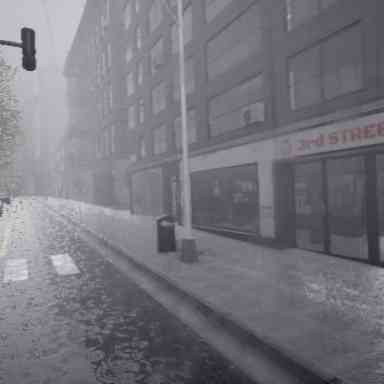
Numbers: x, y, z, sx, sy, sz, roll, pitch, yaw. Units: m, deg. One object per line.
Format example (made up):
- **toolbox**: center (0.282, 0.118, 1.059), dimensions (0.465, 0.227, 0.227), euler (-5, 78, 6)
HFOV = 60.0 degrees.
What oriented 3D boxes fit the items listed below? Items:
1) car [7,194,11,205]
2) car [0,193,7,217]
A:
- **car**: center (-25.190, 0.871, 44.108), dimensions (1.882, 1.535, 5.008), euler (-2, 1, -27)
- **car**: center (-15.493, 1.086, 25.433), dimensions (1.837, 1.490, 4.892), euler (-2, 3, -28)
